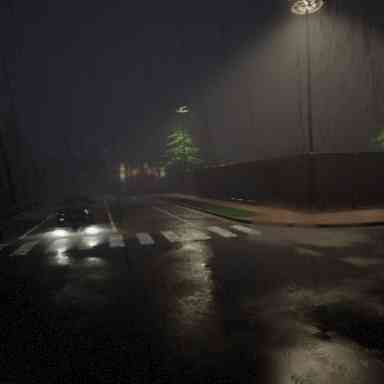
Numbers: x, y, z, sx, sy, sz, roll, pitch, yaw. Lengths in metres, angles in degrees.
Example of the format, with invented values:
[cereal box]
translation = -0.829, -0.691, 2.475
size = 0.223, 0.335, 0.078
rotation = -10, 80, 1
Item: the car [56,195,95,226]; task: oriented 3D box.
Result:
[car]
translation = -6.760, 0.937, 19.551
size = 1.882, 1.535, 5.008
rotation = -3, 2, -16
